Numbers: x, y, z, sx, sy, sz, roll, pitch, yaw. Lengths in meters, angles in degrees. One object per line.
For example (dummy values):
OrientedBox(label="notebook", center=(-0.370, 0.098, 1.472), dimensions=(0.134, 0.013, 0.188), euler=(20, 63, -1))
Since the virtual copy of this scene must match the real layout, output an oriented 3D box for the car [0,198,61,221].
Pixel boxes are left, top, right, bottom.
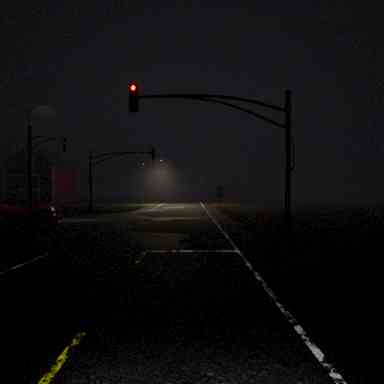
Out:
OrientedBox(label="car", center=(-12.399, 1.244, 25.222), dimensions=(4.553, 1.767, 2.097), euler=(1, 0, -10))
